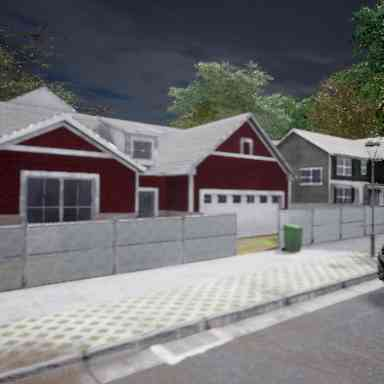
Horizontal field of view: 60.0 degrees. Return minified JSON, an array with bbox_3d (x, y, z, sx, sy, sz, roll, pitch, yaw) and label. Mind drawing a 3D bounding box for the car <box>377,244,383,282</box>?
[{"bbox_3d":[6.593,1.208,7.767,5.566,2.045,2.150,0,0,-35],"label":"car"}]
